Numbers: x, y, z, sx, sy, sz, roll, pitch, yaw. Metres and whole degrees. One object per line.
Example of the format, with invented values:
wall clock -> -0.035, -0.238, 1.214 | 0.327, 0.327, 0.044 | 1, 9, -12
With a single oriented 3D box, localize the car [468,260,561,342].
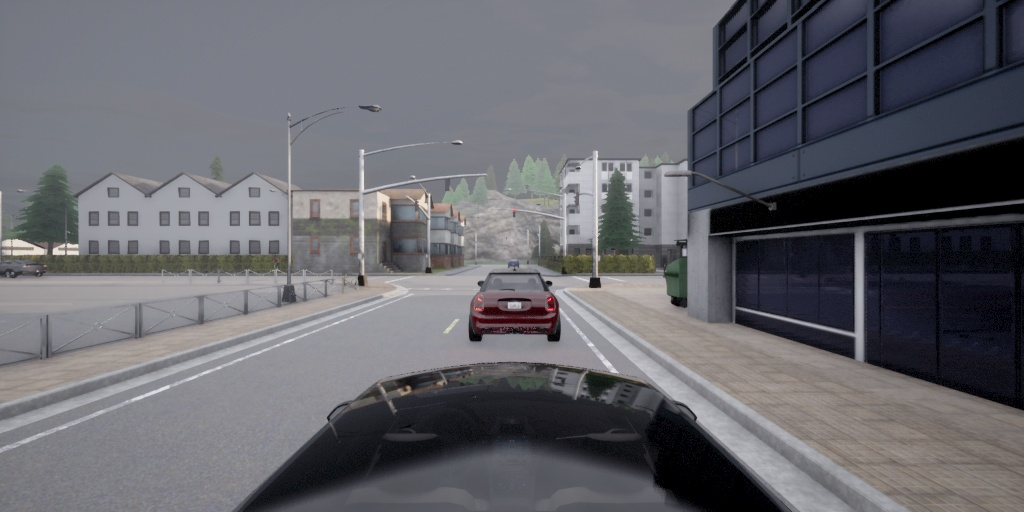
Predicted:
car -> 0.081, 1.102, 9.970 | 2.097, 1.767, 4.553 | 0, 0, 1

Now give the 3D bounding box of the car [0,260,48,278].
car -> -42.115, 1.065, 30.041 | 4.902, 1.511, 2.128 | 0, 0, 0

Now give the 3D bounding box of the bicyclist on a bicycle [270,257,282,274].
bicyclist on a bicycle -> -22.227, 0.874, 33.802 | 0.582, 1.620, 1.656 | 0, 0, 0
